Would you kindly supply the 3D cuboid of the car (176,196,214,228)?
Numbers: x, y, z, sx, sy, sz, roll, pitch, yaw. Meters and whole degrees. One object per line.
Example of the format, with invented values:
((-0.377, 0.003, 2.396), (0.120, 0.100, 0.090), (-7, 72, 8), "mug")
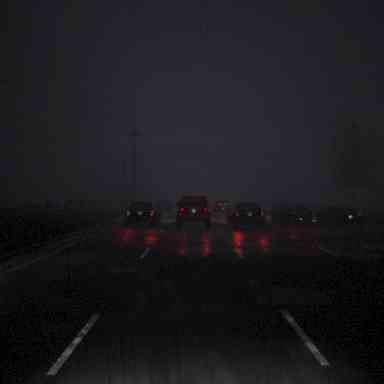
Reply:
((0.100, 1.284, 22.846), (2.150, 2.045, 5.566), (0, -1, 0), "car")

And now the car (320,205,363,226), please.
((10.600, 1.637, 24.238), (1.994, 1.385, 4.181), (0, 0, 0), "car")

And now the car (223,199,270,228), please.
((3.600, 1.423, 22.767), (2.097, 1.767, 4.553), (0, 0, 0), "car")

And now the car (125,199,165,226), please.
((-3.399, 1.425, 23.879), (2.097, 1.767, 4.553), (0, 0, 0), "car")

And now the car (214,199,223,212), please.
((3.581, 1.625, 40.494), (1.837, 1.490, 4.892), (0, -1, 0), "car")

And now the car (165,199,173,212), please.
((-3.410, 1.599, 40.182), (1.882, 1.535, 5.008), (0, 0, 0), "car")

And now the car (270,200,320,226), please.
((7.100, 1.566, 24.084), (2.128, 1.511, 4.902), (0, 0, 0), "car")

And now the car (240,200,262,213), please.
((7.086, 1.684, 40.292), (1.994, 1.385, 4.181), (0, 0, 0), "car")

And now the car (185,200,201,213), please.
((0.089, 1.723, 40.457), (1.895, 1.301, 4.718), (0, 0, 0), "car")
